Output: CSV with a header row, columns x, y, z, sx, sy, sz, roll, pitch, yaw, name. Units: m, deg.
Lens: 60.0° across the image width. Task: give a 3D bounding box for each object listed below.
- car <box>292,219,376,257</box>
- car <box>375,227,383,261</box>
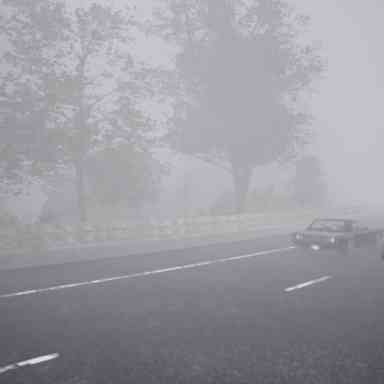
x,y,z,sx,sy,sz,roll,pitch,yaw,name
6.111,1.736,13.584,4.718,1.301,1.895,1,-1,-43,car
7.628,1.713,10.248,4.718,1.301,1.895,1,-1,-42,car
